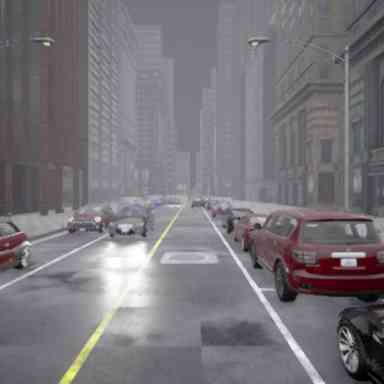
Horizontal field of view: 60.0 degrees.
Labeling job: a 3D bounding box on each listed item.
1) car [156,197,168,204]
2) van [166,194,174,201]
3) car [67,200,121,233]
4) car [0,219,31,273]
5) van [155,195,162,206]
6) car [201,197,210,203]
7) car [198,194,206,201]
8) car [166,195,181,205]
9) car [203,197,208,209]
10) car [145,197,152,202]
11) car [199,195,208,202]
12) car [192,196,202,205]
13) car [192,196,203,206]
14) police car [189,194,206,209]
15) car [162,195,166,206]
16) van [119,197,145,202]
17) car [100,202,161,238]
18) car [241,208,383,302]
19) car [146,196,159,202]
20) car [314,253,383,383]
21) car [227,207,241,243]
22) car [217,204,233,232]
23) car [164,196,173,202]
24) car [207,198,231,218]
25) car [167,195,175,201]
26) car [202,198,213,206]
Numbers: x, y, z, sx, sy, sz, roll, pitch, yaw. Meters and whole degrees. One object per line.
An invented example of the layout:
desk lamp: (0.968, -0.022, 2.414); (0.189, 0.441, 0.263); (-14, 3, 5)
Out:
car: (-5.767, 1.663, 64.597); (1.947, 1.339, 4.313); (0, 0, 0)
van: (-5.769, 1.484, 87.144); (1.690, 1.788, 3.998); (0, 0, 0)
car: (-5.766, 1.466, 19.504); (1.967, 1.590, 4.097); (0, 0, 0)
car: (-5.766, 1.451, 8.230); (1.967, 1.590, 4.097); (0, 0, 0)
van: (-5.767, 1.409, 47.687); (1.690, 1.788, 3.998); (0, 0, 0)
car: (2.758, 1.689, 70.239); (1.802, 1.307, 4.206); (0, 0, 0)
car: (2.756, 1.471, 92.783); (2.192, 1.841, 5.009); (0, 0, 0)
car: (-3.051, 1.651, 59.126); (1.994, 1.385, 4.181); (0, 0, 1)
car: (2.759, 1.624, 42.057); (1.947, 1.339, 4.313); (0, 0, 0)
car: (-5.766, 1.574, 36.244); (1.752, 1.417, 4.829); (0, 0, 0)
car: (2.757, 1.570, 81.512); (1.967, 1.590, 4.097); (0, 0, 0)
car: (0.898, 1.573, 63.665); (1.882, 1.535, 5.008); (0, 0, 0)
car: (0.899, 1.541, 57.855); (1.801, 1.575, 5.366); (0, 0, 0)
police car: (0.899, 1.493, 47.775); (1.930, 1.638, 5.238); (0, 0, 0)
car: (-5.767, 1.517, 53.323); (1.967, 1.590, 4.097); (0, 0, 0)
van: (-5.767, 1.382, 30.777); (1.690, 1.788, 3.998); (0, 0, 0)
car: (-3.101, 1.515, 17.895); (2.128, 1.511, 4.902); (0, 0, 0)
car: (2.759, 1.326, 8.240); (2.192, 1.841, 5.009); (0, 0, 0)
car: (-5.766, 1.609, 42.050); (2.008, 1.369, 4.403); (0, 0, 0)
car: (2.760, 1.569, 2.603); (1.947, 1.339, 4.313); (0, 0, 0)
car: (2.760, 1.563, 13.876); (1.887, 1.381, 4.507); (0, 0, 0)
car: (2.759, 1.591, 19.512); (1.947, 1.339, 4.313); (0, 0, 0)
car: (-5.767, 1.712, 81.507); (1.802, 1.307, 4.206); (0, 0, 0)
car: (2.759, 1.481, 30.784); (1.967, 1.590, 4.097); (0, 0, 0)
car: (-5.768, 1.681, 92.610); (1.752, 1.417, 4.829); (0, 0, 0)
car: (2.758, 1.669, 58.966); (1.802, 1.307, 4.206); (0, 0, 0)
